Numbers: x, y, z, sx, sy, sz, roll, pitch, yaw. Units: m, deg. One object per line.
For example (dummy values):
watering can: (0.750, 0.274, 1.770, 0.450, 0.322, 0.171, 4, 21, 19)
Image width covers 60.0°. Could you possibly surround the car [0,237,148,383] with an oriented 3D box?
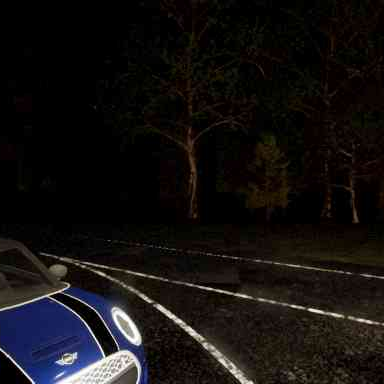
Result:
car: (-2.654, 1.338, 3.766, 4.553, 1.767, 2.097, 1, 0, 35)
